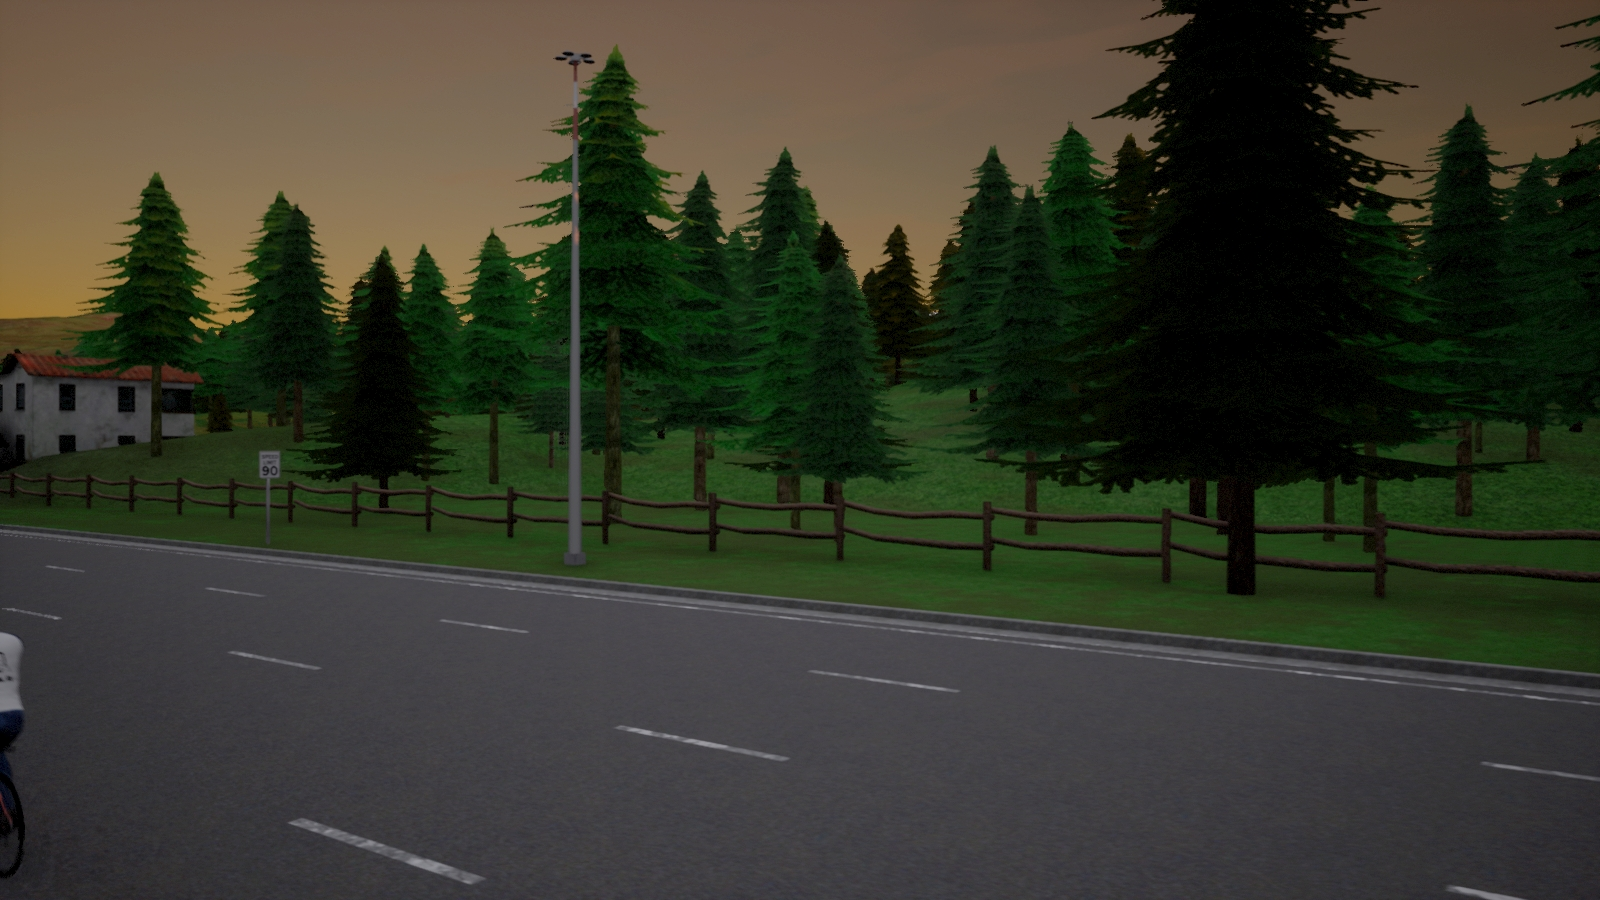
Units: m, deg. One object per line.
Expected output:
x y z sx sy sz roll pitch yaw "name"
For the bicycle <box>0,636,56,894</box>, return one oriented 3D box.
-5.604 2.035 7.722 1.643 1.496 0.373 0 0 35 "bicycle"
